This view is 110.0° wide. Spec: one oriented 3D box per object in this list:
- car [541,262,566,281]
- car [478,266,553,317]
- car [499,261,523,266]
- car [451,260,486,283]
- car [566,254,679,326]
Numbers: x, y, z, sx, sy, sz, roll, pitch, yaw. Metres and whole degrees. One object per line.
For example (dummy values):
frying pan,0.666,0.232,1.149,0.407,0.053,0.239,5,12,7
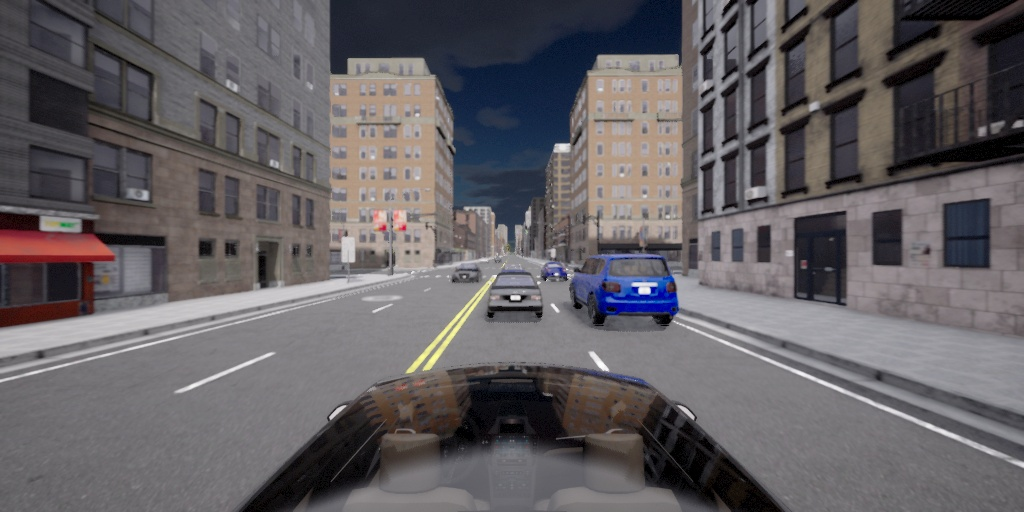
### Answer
car,3.391,1.195,29.330,1.812,1.442,4.674,0,0,1
car,0.099,1.265,13.024,2.033,1.411,5.357,0,0,0
car,0.102,1.274,28.037,1.895,1.301,4.718,0,0,0
car,-3.276,1.242,26.719,1.994,1.385,4.181,0,0,0
car,3.350,0.944,11.736,2.150,2.045,5.566,0,0,0
